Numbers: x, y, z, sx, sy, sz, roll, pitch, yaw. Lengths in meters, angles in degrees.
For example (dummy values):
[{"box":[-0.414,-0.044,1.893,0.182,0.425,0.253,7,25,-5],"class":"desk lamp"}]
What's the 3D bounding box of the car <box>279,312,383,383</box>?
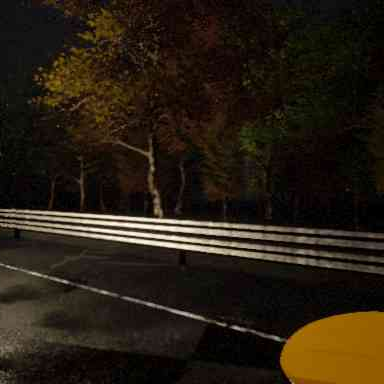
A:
[{"box":[2.997,1.479,1.860,5.008,1.535,1.882,0,0,35],"class":"car"}]
